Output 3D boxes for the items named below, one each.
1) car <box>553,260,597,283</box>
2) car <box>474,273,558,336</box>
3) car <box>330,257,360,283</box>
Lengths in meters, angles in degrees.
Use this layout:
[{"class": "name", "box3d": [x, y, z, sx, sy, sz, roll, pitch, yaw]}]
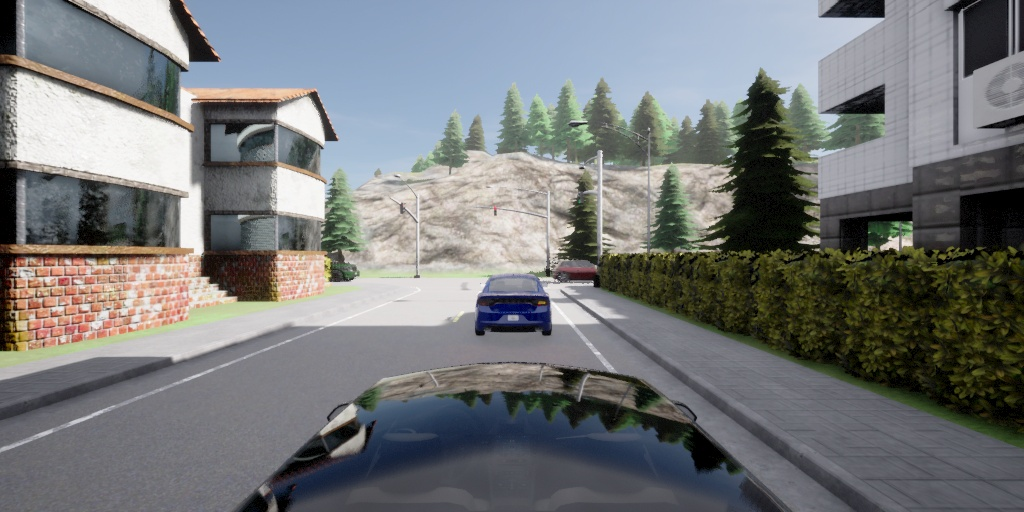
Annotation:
[{"class": "car", "box3d": [5.326, 1.102, 26.819, 4.553, 1.767, 2.097, 0, 0, 1]}, {"class": "car", "box3d": [0.047, 1.228, 10.459, 1.882, 1.535, 5.008, 0, 0, 0]}, {"class": "car", "box3d": [-14.540, 0.971, 27.068, 5.566, 2.045, 2.150, 0, 0, 1]}]
